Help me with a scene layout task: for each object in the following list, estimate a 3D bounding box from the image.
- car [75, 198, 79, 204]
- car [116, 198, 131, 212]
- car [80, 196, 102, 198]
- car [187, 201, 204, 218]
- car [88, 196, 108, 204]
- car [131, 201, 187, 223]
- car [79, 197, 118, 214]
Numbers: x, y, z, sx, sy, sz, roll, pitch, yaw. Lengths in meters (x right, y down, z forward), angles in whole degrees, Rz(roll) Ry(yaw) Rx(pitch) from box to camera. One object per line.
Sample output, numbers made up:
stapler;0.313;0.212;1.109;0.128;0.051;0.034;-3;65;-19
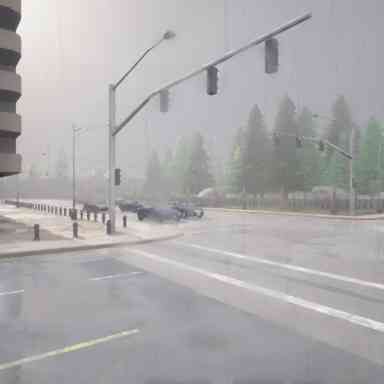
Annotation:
car;-20.812;1.656;62.924;1.895;1.301;4.718;0;0;-36
car;-6.379;1.656;37.117;1.895;1.301;4.718;0;0;-36
car;-14.006;1.656;47.484;1.895;1.301;4.718;0;0;-36
car;-0.904;1.547;29.690;2.128;1.511;4.902;0;0;-36
car;-18.741;1.547;66.014;2.128;1.511;4.902;0;0;-36
car;-2.707;1.581;26.266;1.812;1.442;4.674;0;0;-38
car;-10.299;1.602;36.534;2.033;1.411;5.357;0;0;-36
